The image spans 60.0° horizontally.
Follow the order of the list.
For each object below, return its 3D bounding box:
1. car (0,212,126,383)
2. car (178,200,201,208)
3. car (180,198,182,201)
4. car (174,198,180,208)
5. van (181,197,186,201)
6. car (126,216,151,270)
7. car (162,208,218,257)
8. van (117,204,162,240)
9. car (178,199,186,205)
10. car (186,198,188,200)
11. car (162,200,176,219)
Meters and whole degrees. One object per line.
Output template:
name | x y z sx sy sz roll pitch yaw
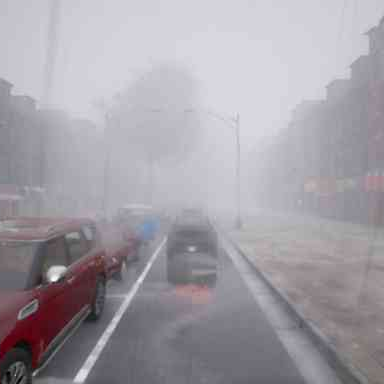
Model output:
car | -2.610 1.367 4.713 2.192 1.841 5.009 2 -1 0
car | 0.025 1.791 29.270 1.882 1.535 5.008 0 0 0
car | -3.018 2.039 51.373 1.882 1.535 5.008 0 -1 0
car | -3.028 1.940 44.561 1.801 1.575 5.366 0 -1 0
van | -2.617 2.072 65.596 1.690 1.788 3.998 2 -1 0
car | -2.617 1.655 10.245 1.887 1.381 4.507 2 -1 0
car | 0.020 1.653 13.524 1.837 1.490 4.892 0 0 0
van | -2.612 1.511 15.783 1.690 1.788 3.998 2 -1 0
car | -2.625 2.549 87.732 1.887 1.381 4.507 2 -1 0
car | -2.625 2.432 76.663 1.947 1.339 4.313 2 -1 0
car | -2.616 1.728 26.852 1.967 1.590 4.097 2 -1 0
